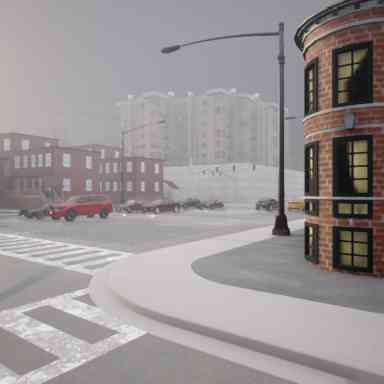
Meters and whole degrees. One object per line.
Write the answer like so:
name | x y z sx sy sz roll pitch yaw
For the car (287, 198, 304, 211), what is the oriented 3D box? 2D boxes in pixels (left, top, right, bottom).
car | 13.184 1.478 40.296 1.882 1.535 5.008 0 0 36

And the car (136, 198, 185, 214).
car | -3.313 1.478 35.610 1.882 1.535 5.008 0 0 36

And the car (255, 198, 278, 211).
car | 9.515 1.505 41.211 1.837 1.490 4.892 0 0 36

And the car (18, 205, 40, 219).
car | -12.189 1.547 29.221 2.033 1.411 5.357 0 0 36

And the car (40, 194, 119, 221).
car | -9.109 1.221 27.509 2.150 2.045 5.566 0 0 36

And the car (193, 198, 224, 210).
car | 2.538 1.564 43.761 1.994 1.385 4.181 0 0 35

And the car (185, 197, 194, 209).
car | -0.682 1.492 45.275 2.128 1.511 4.902 0 0 36

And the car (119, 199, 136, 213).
car | -6.460 1.526 37.213 1.812 1.442 4.674 0 0 35
